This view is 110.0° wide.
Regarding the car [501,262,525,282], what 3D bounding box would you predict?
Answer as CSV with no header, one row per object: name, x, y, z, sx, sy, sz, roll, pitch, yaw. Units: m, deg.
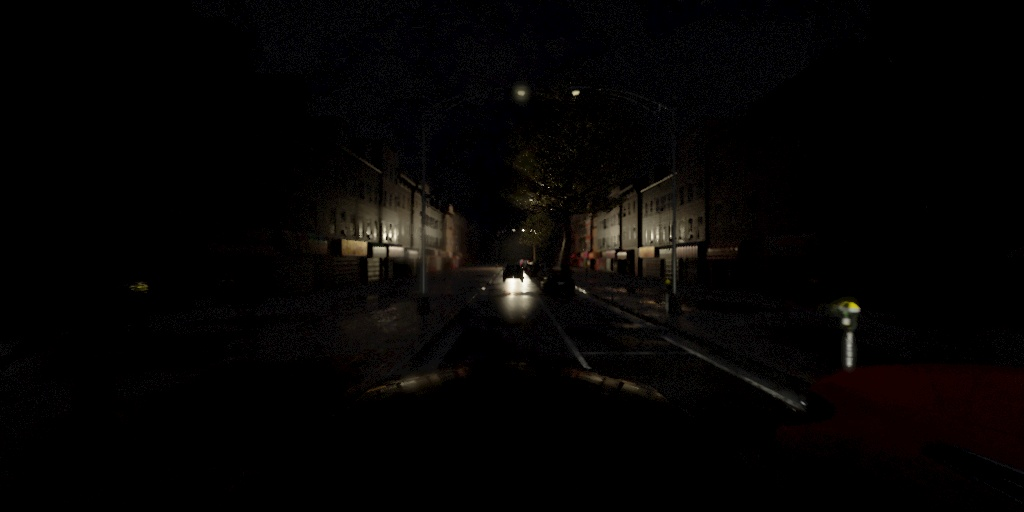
car,0.100,1.552,32.774,1.837,1.490,4.892,0,-1,0

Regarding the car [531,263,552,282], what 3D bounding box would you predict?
car,2.642,1.523,27.075,1.751,1.417,4.829,0,0,0

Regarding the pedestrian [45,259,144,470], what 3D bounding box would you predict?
pedestrian,-3.640,0.907,3.145,0.375,1.860,0.375,0,0,0

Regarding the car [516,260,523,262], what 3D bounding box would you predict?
car,0.095,1.641,44.392,2.128,1.511,4.902,0,0,0

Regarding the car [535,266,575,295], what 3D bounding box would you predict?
car,2.641,1.515,21.360,1.948,1.339,4.313,0,0,0

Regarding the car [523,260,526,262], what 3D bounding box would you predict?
car,2.644,1.582,43.542,1.967,1.591,4.097,0,0,0

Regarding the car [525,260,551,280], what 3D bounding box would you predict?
car,2.643,1.360,32.451,2.192,1.841,5.009,0,0,0
